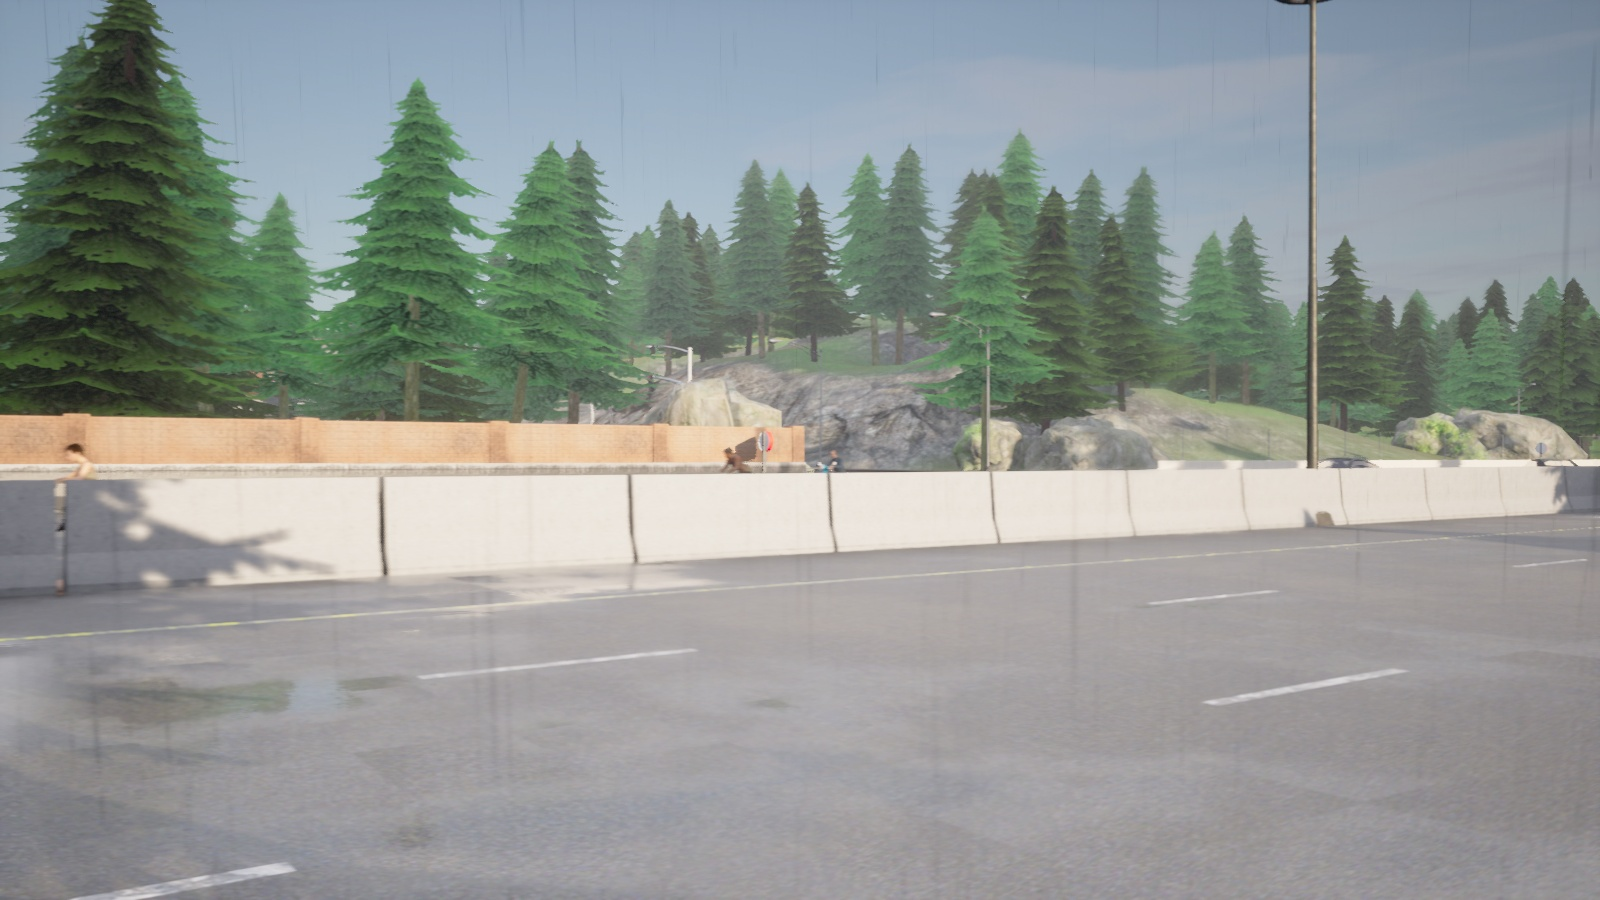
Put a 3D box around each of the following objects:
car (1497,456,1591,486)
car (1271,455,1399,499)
[{"bbox_3d":[33.841,0.914,57.066,4.718,1.301,1.895,0,0,-35],"label":"car"},{"bbox_3d":[17.741,0.874,41.593,4.181,1.385,1.994,0,0,-35],"label":"car"}]
